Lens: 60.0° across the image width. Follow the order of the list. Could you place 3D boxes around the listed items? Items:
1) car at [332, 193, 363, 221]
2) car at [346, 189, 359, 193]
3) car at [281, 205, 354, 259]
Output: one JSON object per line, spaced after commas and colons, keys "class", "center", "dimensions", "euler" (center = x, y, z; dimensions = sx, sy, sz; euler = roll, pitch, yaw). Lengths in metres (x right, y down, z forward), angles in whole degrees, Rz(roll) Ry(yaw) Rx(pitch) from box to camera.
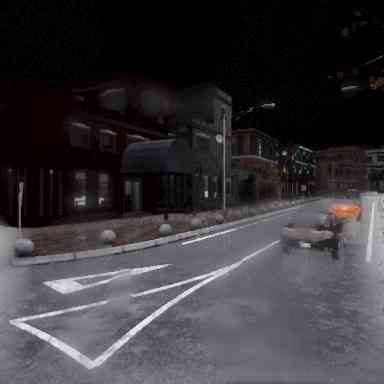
{"class": "car", "center": [11.995, 1.197, 25.800], "dimensions": [2.097, 1.767, 4.553], "euler": [0, 1, 29]}
{"class": "car", "center": [34.096, 0.300, 70.533], "dimensions": [2.150, 2.045, 5.566], "euler": [0, 1, 32]}
{"class": "car", "center": [4.772, 1.463, 12.695], "dimensions": [2.128, 1.511, 4.902], "euler": [0, 0, 29]}
